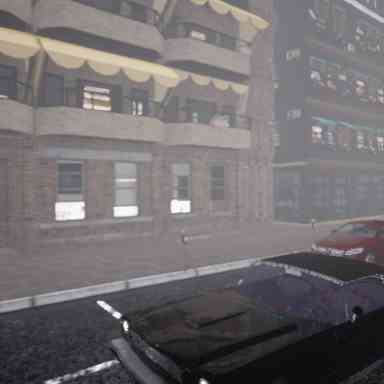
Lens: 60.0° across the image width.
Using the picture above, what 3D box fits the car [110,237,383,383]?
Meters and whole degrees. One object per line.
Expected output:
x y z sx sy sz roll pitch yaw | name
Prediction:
1.421 1.591 4.392 4.718 1.301 1.895 0 0 -35 | car

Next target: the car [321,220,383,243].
5.468 1.554 10.430 4.206 1.307 1.802 0 -1 -35 | car
